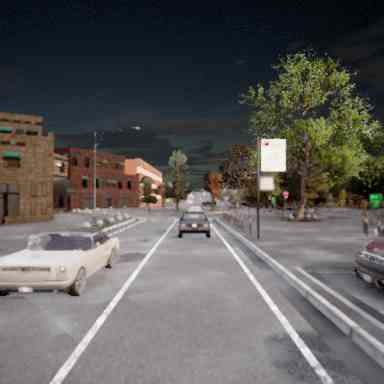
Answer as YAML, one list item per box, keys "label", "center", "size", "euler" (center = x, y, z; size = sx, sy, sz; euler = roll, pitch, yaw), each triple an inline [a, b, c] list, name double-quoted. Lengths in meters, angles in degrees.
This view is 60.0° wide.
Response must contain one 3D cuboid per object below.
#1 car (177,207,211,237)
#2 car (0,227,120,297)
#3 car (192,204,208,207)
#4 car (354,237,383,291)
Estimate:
- label: "car"
  center: [0.110, 1.850, 19.843]
  size: [2.033, 1.411, 5.357]
  euler: [0, -1, -1]
- label: "car"
  center: [-3.340, 1.679, 8.876]
  size: [1.895, 1.301, 4.718]
  euler: [0, -1, 0]
- label: "car"
  center: [0.419, 2.258, 35.613]
  size: [1.812, 1.442, 4.674]
  euler: [0, -2, 5]
- label: "car"
  center: [6.221, 1.359, 7.586]
  size: [4.553, 1.767, 2.185]
  euler: [0, 0, 0]
